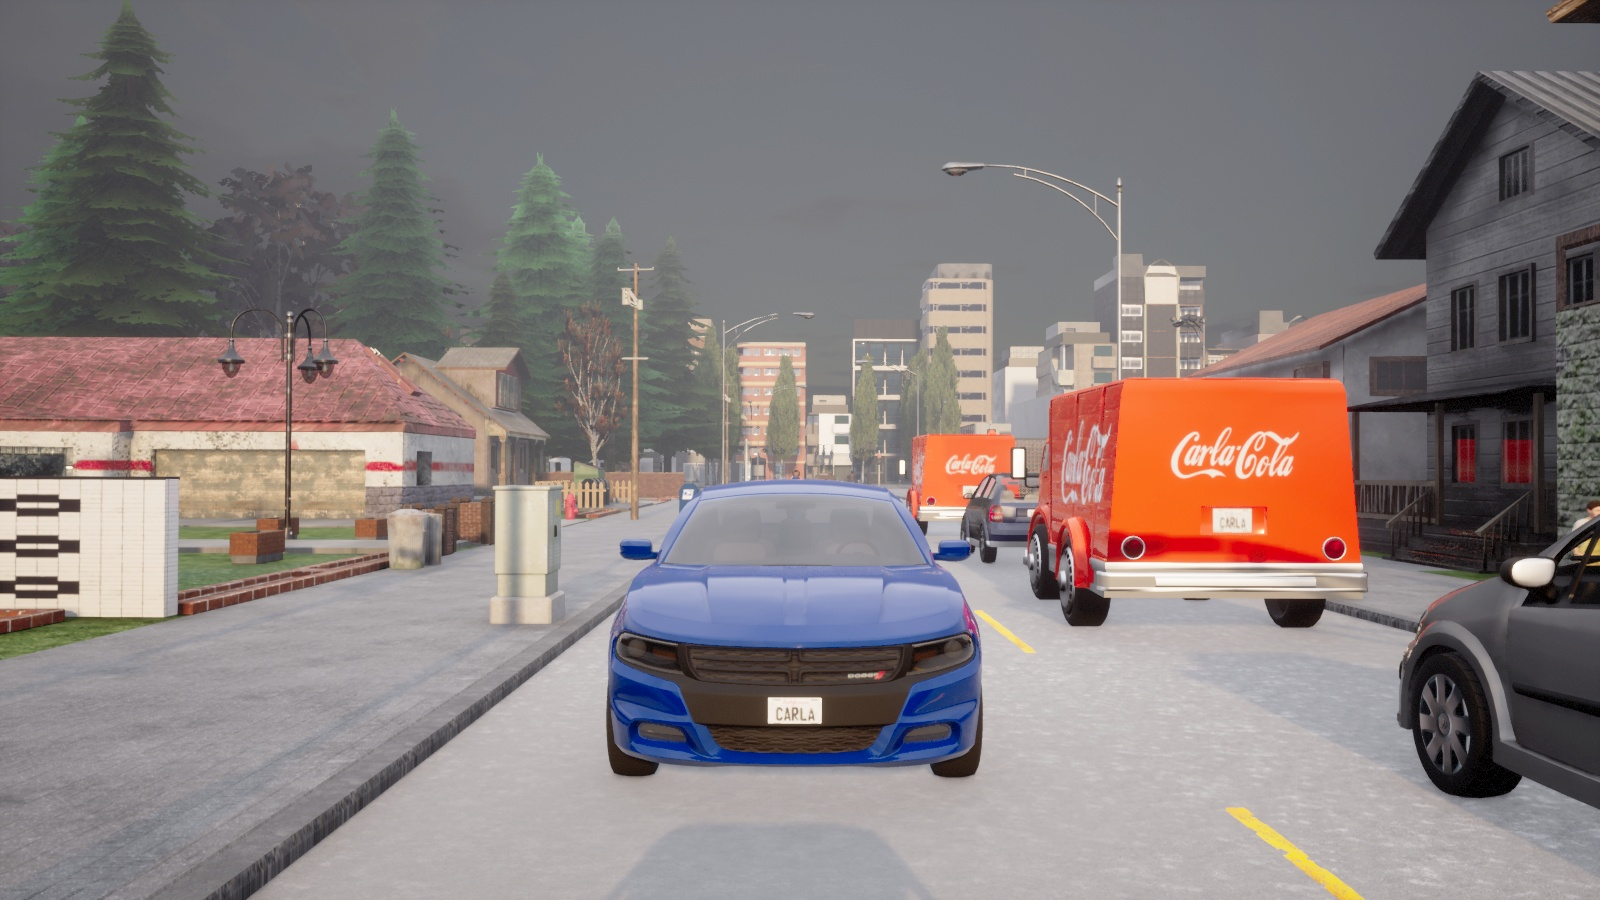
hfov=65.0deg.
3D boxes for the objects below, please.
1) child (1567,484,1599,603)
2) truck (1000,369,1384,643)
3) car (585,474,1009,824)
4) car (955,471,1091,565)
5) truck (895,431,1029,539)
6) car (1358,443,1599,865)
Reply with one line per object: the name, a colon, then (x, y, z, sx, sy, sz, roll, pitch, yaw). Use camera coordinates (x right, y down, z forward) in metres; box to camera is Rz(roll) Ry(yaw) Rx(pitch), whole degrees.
child: (8.593, 0.998, 13.619, 0.270, 1.263, 0.437, 0, -1, 0)
truck: (3.953, 0.546, 13.944, 2.627, 2.467, 5.204, 0, -1, 0)
car: (-0.024, 0.928, 8.083, 1.882, 1.535, 5.008, 0, -1, 0)
car: (3.938, 1.158, 22.732, 1.789, 1.549, 3.705, 0, -1, 0)
truck: (3.919, 0.840, 31.491, 2.627, 2.467, 5.204, 0, -1, -1)
car: (3.986, 0.778, 4.860, 1.851, 1.617, 3.988, 0, -1, 0)
